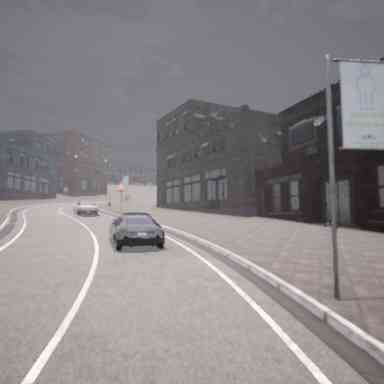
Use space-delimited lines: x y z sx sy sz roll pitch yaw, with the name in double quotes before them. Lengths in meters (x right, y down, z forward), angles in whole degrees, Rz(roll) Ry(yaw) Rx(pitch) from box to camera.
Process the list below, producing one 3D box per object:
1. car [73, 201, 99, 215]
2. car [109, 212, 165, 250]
"car" -10.541 1.542 32.815 1.895 1.301 4.718 2 0 -26
"car" -2.502 1.578 14.571 1.994 1.385 4.181 1 0 -18
